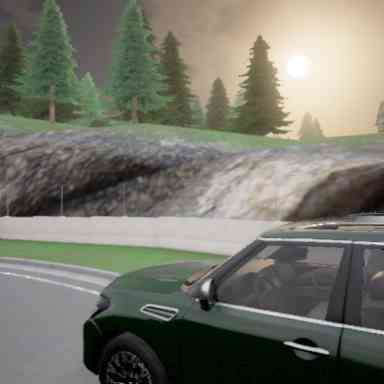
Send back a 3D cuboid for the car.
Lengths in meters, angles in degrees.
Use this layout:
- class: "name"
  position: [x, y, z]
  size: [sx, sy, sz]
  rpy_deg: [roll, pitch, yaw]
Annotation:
- class: "car"
  position: [1.438, 1.223, 2.953]
  size: [5.566, 2.045, 2.150]
  rpy_deg: [-1, -1, 36]
